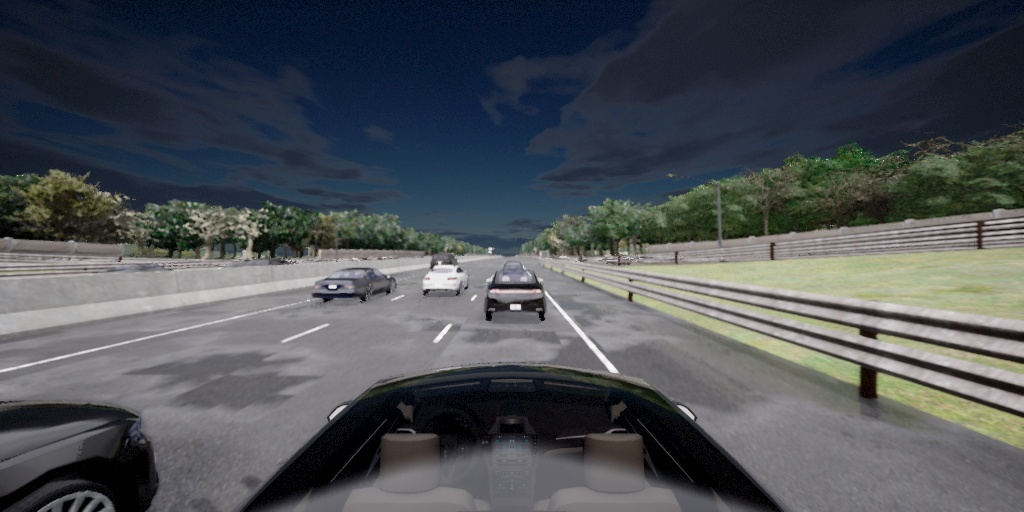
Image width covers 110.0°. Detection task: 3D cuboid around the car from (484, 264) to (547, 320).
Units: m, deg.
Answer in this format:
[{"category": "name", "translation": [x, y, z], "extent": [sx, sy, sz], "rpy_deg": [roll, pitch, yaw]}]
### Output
[{"category": "car", "translation": [0.099, 1.185, 12.330], "extent": [2.128, 1.511, 4.902], "rpy_deg": [0, 0, 0]}]

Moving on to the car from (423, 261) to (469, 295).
[{"category": "car", "translation": [-3.401, 1.183, 18.840], "extent": [1.812, 1.442, 4.674], "rpy_deg": [0, 0, 0]}]

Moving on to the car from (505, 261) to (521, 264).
[{"category": "car", "translation": [0.098, 1.128, 31.866], "extent": [2.033, 1.411, 5.357], "rpy_deg": [0, 0, 0]}]

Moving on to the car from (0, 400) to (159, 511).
[{"category": "car", "translation": [-3.400, 1.247, 0.476], "extent": [2.128, 1.511, 4.902], "rpy_deg": [0, 0, 0]}]

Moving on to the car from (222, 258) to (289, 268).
[{"category": "car", "translation": [-17.598, 0.972, 25.287], "extent": [2.097, 1.767, 4.553], "rpy_deg": [0, 0, 0]}]

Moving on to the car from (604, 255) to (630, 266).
[{"category": "car", "translation": [16.321, 0.576, 56.049], "extent": [2.097, 1.767, 4.553], "rpy_deg": [0, -1, -18]}]

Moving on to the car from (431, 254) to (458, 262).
[{"category": "car", "translation": [-6.902, 0.771, 36.912], "extent": [2.150, 2.045, 5.566], "rpy_deg": [0, 0, 0]}]

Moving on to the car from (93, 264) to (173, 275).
[{"category": "car", "translation": [-24.598, 1.194, 23.426], "extent": [1.994, 1.385, 4.181], "rpy_deg": [0, 0, 0]}]

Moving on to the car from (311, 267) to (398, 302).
[{"category": "car", "translation": [-6.901, 1.219, 16.312], "extent": [2.033, 1.411, 5.357], "rpy_deg": [0, 0, 0]}]
